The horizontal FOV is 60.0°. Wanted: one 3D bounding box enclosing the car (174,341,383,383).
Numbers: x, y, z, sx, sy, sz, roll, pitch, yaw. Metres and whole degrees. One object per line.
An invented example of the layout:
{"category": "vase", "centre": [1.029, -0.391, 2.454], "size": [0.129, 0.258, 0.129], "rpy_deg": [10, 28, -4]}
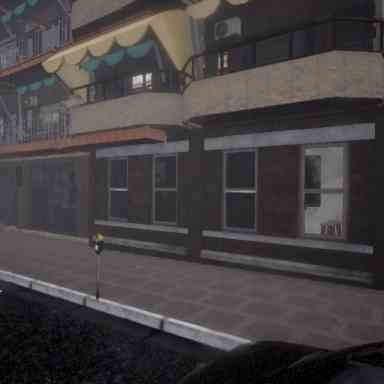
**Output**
{"category": "car", "centre": [1.644, 1.564, 1.689], "size": [4.313, 1.339, 1.947], "rpy_deg": [0, 1, 36]}
